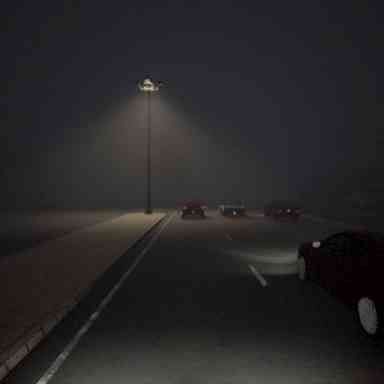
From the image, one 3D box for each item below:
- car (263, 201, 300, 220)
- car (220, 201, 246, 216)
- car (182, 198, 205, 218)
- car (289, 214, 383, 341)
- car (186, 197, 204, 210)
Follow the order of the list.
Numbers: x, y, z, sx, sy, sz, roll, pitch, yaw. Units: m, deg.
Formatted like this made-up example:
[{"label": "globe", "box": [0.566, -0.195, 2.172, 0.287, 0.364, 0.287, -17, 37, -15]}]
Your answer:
[{"label": "car", "box": [7.108, 1.427, 26.926, 2.033, 1.411, 5.357, 0, 0, 0]}, {"label": "car", "box": [3.606, 1.465, 30.356, 1.895, 1.301, 4.718, 0, 0, 0]}, {"label": "car", "box": [0.102, 1.397, 28.660, 1.812, 1.442, 4.674, 0, 0, 0]}, {"label": "car", "box": [3.601, 1.448, 6.469, 1.882, 1.535, 5.008, 0, 0, 0]}, {"label": "car", "box": [0.440, 1.379, 41.245, 1.994, 1.385, 4.181, 0, 0, 4]}]
